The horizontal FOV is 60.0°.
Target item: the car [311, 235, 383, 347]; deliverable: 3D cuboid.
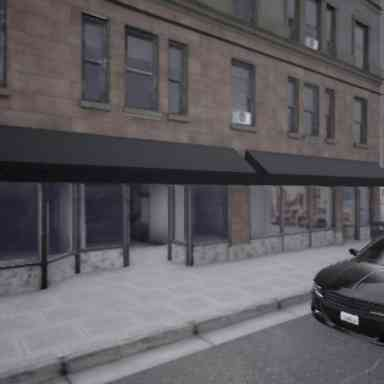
[{"bbox_3d":[4.228,1.490,6.086,5.008,1.535,1.882,0,0,-36],"label":"car"}]
